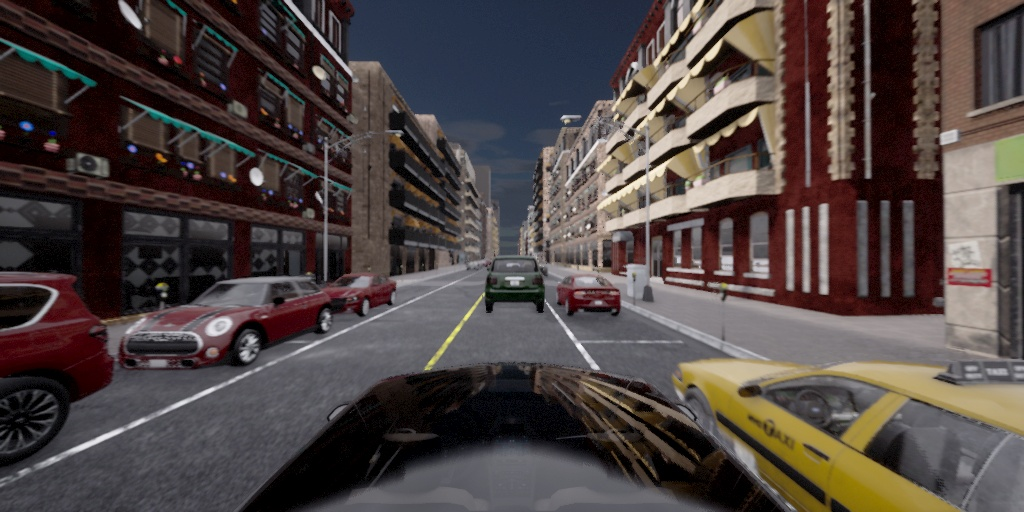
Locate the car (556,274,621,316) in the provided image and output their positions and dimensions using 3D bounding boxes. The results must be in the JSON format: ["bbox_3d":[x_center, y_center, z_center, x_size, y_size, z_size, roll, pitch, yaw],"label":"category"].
[{"bbox_3d":[2.690,1.323,13.389,1.888,1.381,4.507,0,0,0],"label":"car"}]

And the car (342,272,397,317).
[{"bbox_3d":[-5.690,1.323,13.394,1.888,1.381,4.507,0,0,0],"label":"car"}]

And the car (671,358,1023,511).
[{"bbox_3d":[2.689,1.277,2.286,1.751,1.417,4.829,0,0,0],"label":"car"}]

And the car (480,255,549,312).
[{"bbox_3d":[0.113,1.003,14.644,2.150,2.045,5.566,0,0,0],"label":"car"}]

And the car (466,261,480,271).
[{"bbox_3d":[-5.685,1.421,52.847,2.007,1.370,4.403,0,0,0],"label":"car"}]

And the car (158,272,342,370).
[{"bbox_3d":[-5.691,1.204,7.757,1.967,1.591,4.097,0,0,0],"label":"car"}]

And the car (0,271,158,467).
[{"bbox_3d":[-5.691,1.065,2.121,2.192,1.841,5.009,0,0,0],"label":"car"}]
